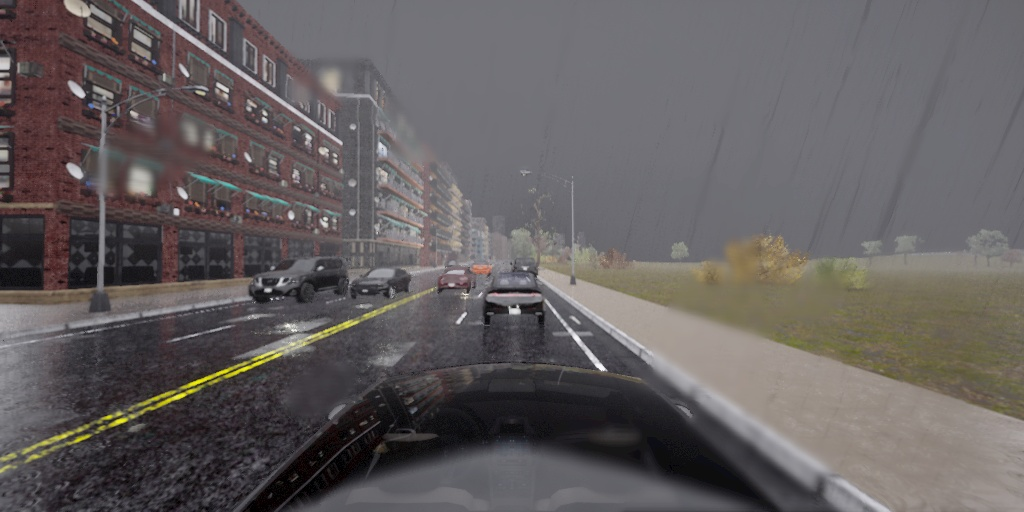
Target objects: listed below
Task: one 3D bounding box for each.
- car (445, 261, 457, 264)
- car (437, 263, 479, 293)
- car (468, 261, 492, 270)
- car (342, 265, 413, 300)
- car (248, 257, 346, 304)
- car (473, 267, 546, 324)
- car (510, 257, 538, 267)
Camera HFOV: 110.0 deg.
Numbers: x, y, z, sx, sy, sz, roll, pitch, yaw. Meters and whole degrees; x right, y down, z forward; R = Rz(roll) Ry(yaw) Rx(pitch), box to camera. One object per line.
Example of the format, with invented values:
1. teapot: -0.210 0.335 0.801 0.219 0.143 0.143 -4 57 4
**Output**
1. car: -10.059 1.547 60.033 1.837 1.490 4.892 0 -1 0
2. car: -3.230 1.376 21.436 1.812 1.442 4.674 0 0 0
3. car: -3.303 1.291 39.498 2.097 1.767 4.553 0 0 0
4. car: -6.666 1.315 18.753 1.882 1.535 5.008 0 0 0
5. car: -9.913 1.051 17.326 2.150 2.045 5.566 0 0 0
6. car: 0.060 1.296 12.174 2.128 1.511 4.902 0 0 0
7. car: 1.022 1.121 30.638 2.150 2.045 5.566 0 0 0
